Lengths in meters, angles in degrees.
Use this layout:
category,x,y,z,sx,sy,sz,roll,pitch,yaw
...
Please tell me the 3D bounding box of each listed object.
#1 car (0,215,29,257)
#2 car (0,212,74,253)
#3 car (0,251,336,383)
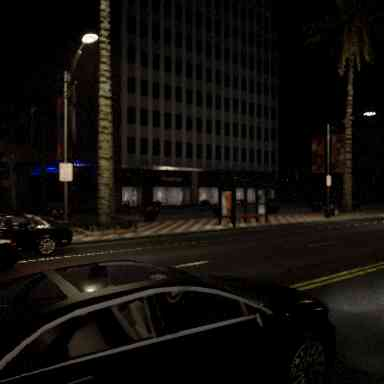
category,x,y,z,sx,sy,sz,roll,pitch,yaw
car,-6.741,1.506,7.781,4.892,1.490,1.837,0,0,-35
car,-6.677,1.480,11.496,4.892,1.521,2.231,0,0,-35
car,-0.485,1.489,3.401,4.902,1.511,2.128,0,0,-36
